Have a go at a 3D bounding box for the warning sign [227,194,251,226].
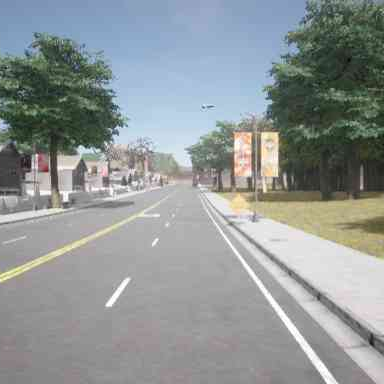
[{"bbox_3d":[2.842,1.071,20.215,1.300,1.860,1.060,0,0,0],"label":"warning sign"}]
